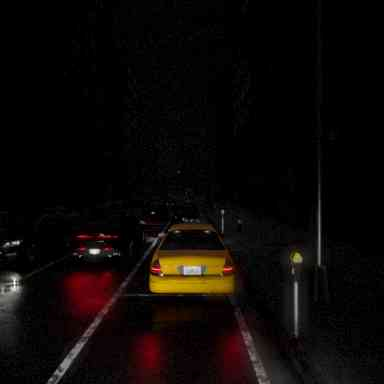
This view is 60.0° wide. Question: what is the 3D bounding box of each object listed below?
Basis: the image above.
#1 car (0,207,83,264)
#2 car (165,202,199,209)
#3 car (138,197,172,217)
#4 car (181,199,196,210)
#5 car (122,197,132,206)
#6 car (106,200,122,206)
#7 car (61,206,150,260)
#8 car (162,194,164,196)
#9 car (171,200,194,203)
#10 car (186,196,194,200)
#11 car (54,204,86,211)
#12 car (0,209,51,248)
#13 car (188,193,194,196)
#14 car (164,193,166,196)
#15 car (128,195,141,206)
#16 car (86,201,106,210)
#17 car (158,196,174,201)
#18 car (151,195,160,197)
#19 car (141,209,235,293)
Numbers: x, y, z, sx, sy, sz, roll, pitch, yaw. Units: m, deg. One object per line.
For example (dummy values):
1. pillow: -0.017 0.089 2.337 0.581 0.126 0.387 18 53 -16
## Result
1. car: -5.870 1.491 11.843 2.128 1.511 4.902 0 0 0
2. car: -0.383 1.565 20.772 1.947 1.339 4.313 0 0 0
3. car: -3.022 1.476 28.221 1.882 1.535 5.008 0 0 0
4. car: -0.383 1.572 42.423 1.802 1.307 4.206 0 0 0
5. car: -8.408 1.545 37.020 2.008 1.369 4.403 0 0 0
6. car: -8.408 1.548 31.607 2.008 1.369 4.403 0 0 0
7. car: -2.920 1.506 12.389 1.837 1.490 4.892 0 1 0
8. car: -8.408 1.510 79.763 1.887 1.381 4.507 0 0 0
9. car: -0.383 1.565 26.185 1.947 1.339 4.313 0 0 0
10. car: -0.383 1.519 37.181 1.752 1.417 4.829 0 0 0
11. car: -8.408 1.525 20.611 1.752 1.417 4.829 0 0 0
12. car: -8.408 1.566 15.368 1.947 1.339 4.313 0 0 0
13. car: -0.382 1.395 90.663 1.967 1.590 4.097 0 0 0
14. car: -8.408 1.486 85.046 1.752 1.417 4.829 0 0 0
15. car: -8.408 1.302 47.845 2.192 1.841 5.009 0 0 0
16. car: -8.408 1.581 26.194 1.802 1.307 4.206 0 0 0
17. car: -2.922 1.538 41.902 2.033 1.411 5.357 0 0 0
18. car: -8.408 1.520 74.308 2.008 1.369 4.403 0 0 0
19. car: 0.004 1.457 8.840 1.801 1.575 5.366 0 0 0
